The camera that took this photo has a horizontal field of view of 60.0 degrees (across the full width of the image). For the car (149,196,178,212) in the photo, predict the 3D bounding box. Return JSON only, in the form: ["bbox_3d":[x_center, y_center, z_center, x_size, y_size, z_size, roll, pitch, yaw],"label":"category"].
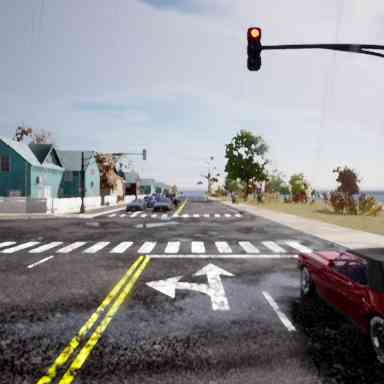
[{"bbox_3d":[-3.283,1.556,39.621,2.033,1.411,5.357,0,0,4],"label":"car"}]

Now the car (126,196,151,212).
[{"bbox_3d":[-6.556,1.556,39.974,2.033,1.411,5.357,0,0,0],"label":"car"}]

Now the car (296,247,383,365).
[{"bbox_3d":[3.353,1.599,5.679,1.895,1.301,4.718,0,0,0],"label":"car"}]

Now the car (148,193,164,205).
[{"bbox_3d":[-6.503,1.253,60.971,2.150,2.045,5.566,0,0,1],"label":"car"}]

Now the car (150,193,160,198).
[{"bbox_3d":[-6.540,1.370,49.931,2.097,1.767,4.553,0,0,0],"label":"car"}]

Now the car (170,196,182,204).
[{"bbox_3d":[-3.199,1.589,67.892,2.033,1.411,5.357,0,0,0],"label":"car"}]

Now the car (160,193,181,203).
[{"bbox_3d":[-3.288,1.242,52.525,2.150,2.045,5.566,0,0,0],"label":"car"}]
